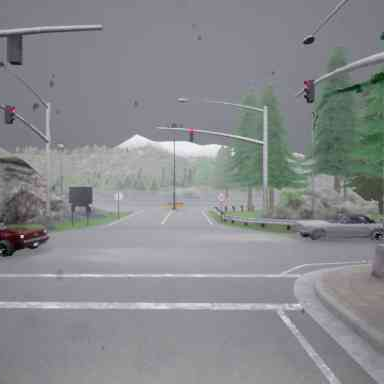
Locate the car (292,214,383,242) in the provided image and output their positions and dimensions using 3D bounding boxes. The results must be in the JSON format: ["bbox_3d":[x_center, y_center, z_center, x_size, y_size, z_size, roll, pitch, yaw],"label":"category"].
[{"bbox_3d":[7.693,1.792,17.106,4.718,1.301,1.895,0,0,0],"label":"car"}]

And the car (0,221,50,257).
[{"bbox_3d":[-8.172,1.756,13.090,4.718,1.301,1.895,-2,0,8],"label":"car"}]
